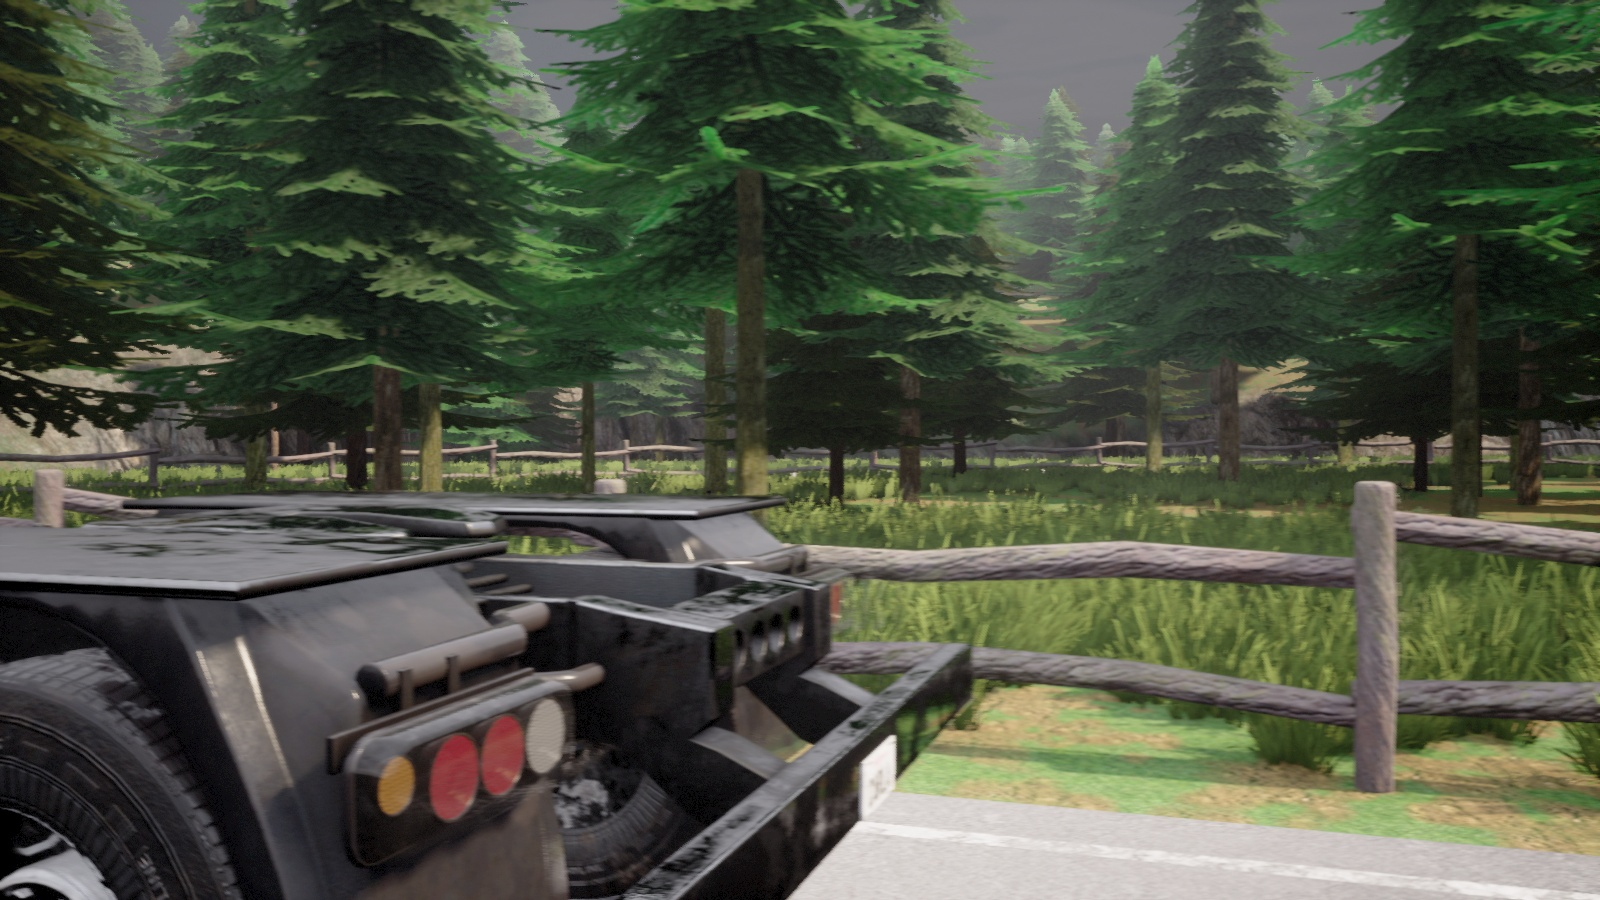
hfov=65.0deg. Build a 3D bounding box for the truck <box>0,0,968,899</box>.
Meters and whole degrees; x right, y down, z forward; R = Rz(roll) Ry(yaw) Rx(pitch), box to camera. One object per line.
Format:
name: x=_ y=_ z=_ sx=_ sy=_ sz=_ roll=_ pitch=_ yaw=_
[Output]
truck: x=-3.625 y=-0.240 z=4.398 sx=7.936 sy=3.462 sz=2.891 roll=0 pitch=1 yaw=19
